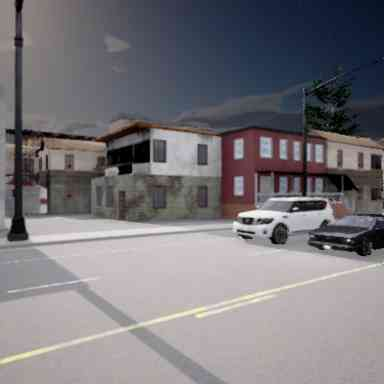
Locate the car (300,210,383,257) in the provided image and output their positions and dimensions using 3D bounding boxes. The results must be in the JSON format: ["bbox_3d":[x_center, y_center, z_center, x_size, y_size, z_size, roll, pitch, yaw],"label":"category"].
[{"bbox_3d":[6.916,1.583,13.226,5.357,1.411,2.033,1,-1,-35],"label":"car"}]

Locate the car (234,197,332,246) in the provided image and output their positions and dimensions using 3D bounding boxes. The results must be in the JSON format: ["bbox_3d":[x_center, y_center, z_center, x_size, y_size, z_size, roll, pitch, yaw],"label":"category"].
[{"bbox_3d":[4.536,1.251,15.827,5.566,2.045,2.150,1,-1,-35],"label":"car"}]
